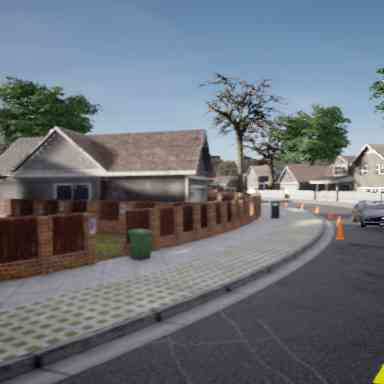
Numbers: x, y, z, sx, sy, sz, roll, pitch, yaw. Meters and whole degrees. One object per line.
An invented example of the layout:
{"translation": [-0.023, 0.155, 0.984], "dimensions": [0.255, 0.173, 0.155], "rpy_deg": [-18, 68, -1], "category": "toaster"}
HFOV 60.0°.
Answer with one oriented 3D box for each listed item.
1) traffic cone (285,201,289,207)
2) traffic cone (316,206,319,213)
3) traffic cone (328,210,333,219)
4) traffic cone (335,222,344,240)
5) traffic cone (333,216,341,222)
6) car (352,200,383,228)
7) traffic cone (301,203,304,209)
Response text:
{"translation": [10.540, 1.327, 37.089], "dimensions": [0.340, 0.580, 0.340], "rpy_deg": [-1, 1, -6], "category": "traffic cone"}
{"translation": [10.454, 1.466, 27.682], "dimensions": [0.340, 0.580, 0.340], "rpy_deg": [-1, 1, 7], "category": "traffic cone"}
{"translation": [9.601, 1.545, 23.049], "dimensions": [0.340, 0.580, 0.340], "rpy_deg": [0, 1, 14], "category": "traffic cone"}
{"translation": [6.330, 1.711, 14.231], "dimensions": [0.340, 0.580, 0.340], "rpy_deg": [0, 1, 27], "category": "traffic cone"}
{"translation": [8.220, 1.628, 18.545], "dimensions": [0.340, 0.580, 0.340], "rpy_deg": [0, 1, 20], "category": "traffic cone"}
{"translation": [10.404, 1.186, 19.101], "dimensions": [2.033, 1.411, 5.357], "rpy_deg": [0, 1, 19], "category": "car"}
{"translation": [10.769, 1.393, 32.383], "dimensions": [0.340, 0.580, 0.340], "rpy_deg": [-1, 1, 1], "category": "traffic cone"}
